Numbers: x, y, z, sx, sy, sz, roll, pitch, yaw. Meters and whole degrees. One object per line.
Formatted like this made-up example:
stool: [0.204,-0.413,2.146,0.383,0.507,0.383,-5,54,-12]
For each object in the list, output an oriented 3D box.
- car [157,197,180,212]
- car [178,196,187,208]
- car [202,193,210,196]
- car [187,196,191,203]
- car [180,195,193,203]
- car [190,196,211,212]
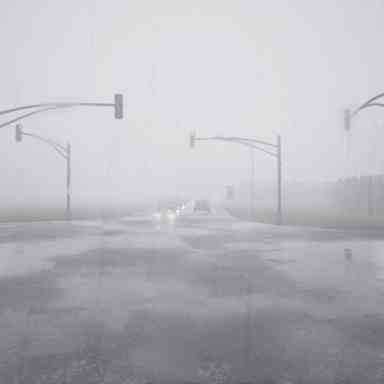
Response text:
car: [-2.822,1.597,38.228,1.895,1.301,4.718,0,0,3]
car: [-2.370,1.482,47.543,2.128,1.511,4.902,0,0,3]
car: [3.341,1.185,79.064,2.150,2.045,5.566,0,0,5]
car: [-1.837,1.475,56.892,2.128,1.511,4.902,0,0,4]
car: [-1.138,1.467,66.850,2.128,1.511,4.902,0,0,4]
car: [1.055,1.541,38.869,2.033,1.411,5.357,0,0,1]
